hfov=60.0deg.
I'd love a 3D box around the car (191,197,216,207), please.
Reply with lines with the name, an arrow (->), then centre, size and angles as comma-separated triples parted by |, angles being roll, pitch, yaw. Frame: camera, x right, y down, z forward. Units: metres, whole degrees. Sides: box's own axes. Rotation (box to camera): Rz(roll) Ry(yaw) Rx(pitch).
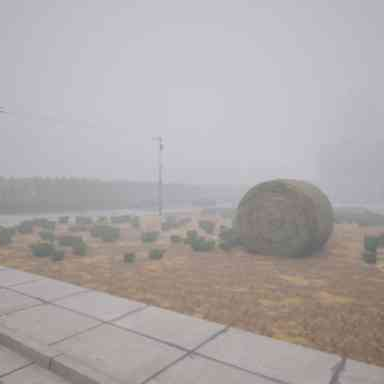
car -> 1.773, 1.496, 49.053 | 1.837, 1.490, 4.892 | 0, 0, 36

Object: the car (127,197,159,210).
car -> -6.305, 1.488, 43.301 | 1.837, 1.490, 4.892 | 0, 0, 33
